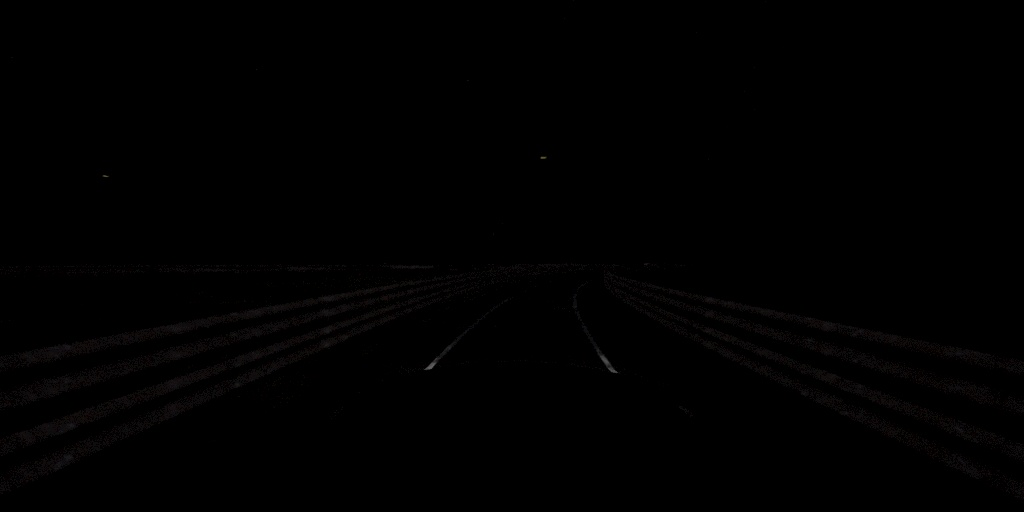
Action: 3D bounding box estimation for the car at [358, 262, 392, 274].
[{"bbox_3d":[-19.755,1.685,51.979,4.902,1.511,2.128,1,-1,-44],"label":"car"}]
